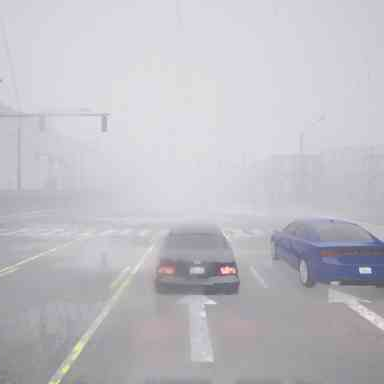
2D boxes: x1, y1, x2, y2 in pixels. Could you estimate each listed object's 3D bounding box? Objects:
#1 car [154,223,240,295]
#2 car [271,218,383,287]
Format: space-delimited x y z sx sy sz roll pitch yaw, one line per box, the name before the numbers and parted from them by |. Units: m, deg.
car | 0.098 1.547 8.852 2.033 1.411 5.357 0 0 0
car | 3.600 1.478 9.376 1.882 1.535 5.008 0 0 0
